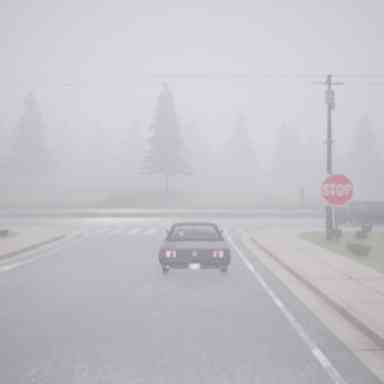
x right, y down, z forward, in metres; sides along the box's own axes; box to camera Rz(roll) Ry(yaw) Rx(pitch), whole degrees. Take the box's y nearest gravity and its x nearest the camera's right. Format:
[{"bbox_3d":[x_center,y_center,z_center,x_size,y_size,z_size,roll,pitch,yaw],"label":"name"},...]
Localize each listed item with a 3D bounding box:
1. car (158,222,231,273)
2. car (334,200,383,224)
[{"bbox_3d":[0.079,1.593,10.634,1.895,1.301,4.718,0,0,0],"label":"car"},{"bbox_3d":[12.183,1.335,22.434,4.553,1.767,2.097,0,0,0],"label":"car"}]
